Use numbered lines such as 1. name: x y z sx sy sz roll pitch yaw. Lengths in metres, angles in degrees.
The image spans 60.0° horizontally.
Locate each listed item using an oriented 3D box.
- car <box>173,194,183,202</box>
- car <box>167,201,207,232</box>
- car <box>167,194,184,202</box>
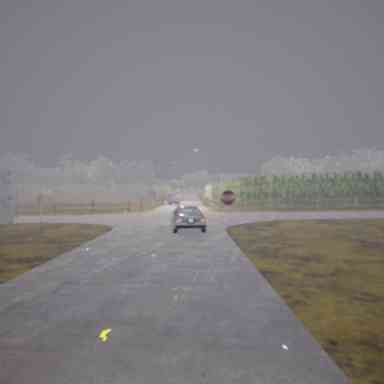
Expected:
1. car: -2.709 1.233 67.116 1.812 1.442 4.674 0 1 0
2. car: -0.319 1.517 19.765 2.033 1.411 5.357 0 0 -6
3. car: -2.805 1.362 52.048 2.033 1.411 5.357 0 0 0
